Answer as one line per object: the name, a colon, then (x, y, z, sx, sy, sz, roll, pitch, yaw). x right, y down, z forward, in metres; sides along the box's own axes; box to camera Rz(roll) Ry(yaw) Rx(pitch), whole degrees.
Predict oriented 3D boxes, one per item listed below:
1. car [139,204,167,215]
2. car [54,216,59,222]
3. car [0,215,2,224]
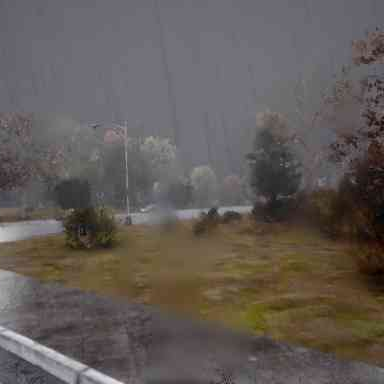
car: (-5.695, 2.518, 48.964, 2.128, 1.511, 4.902, -3, -2, 32)
car: (-13.217, 2.522, 37.119, 1.994, 1.385, 4.181, -3, -2, 32)
car: (-18.934, 2.442, 28.379, 1.837, 1.490, 4.892, -3, -2, 35)
